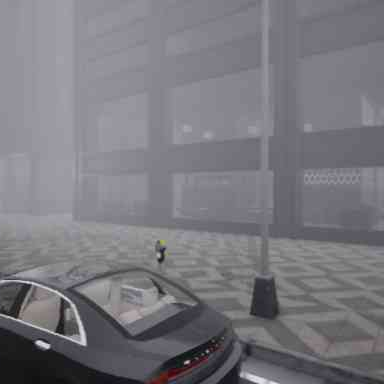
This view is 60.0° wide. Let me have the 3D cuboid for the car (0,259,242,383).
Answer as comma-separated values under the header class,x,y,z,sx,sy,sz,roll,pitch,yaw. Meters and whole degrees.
class,x,y,z,sx,sy,sz,roll,pitch,yaw
car,-1.564,1.525,4.046,4.403,1.369,2.008,0,1,35
